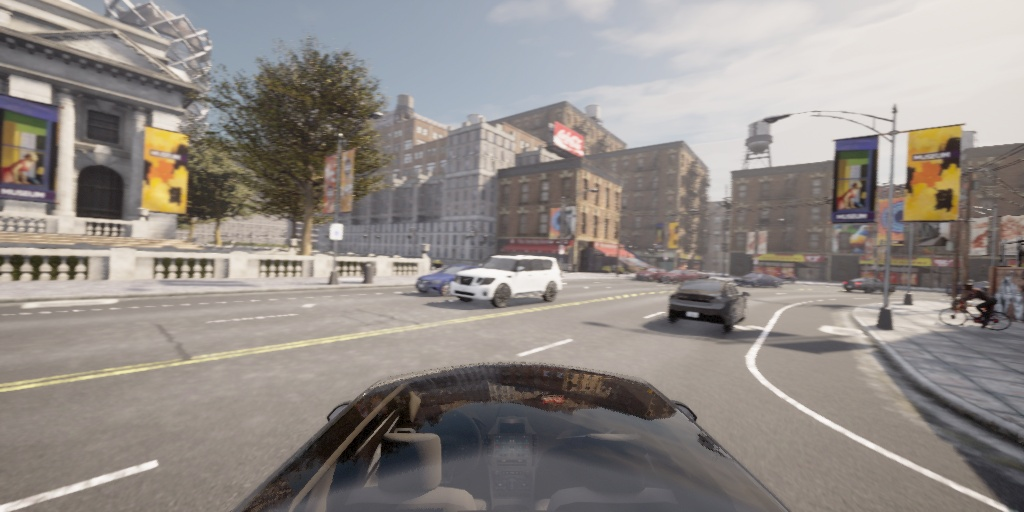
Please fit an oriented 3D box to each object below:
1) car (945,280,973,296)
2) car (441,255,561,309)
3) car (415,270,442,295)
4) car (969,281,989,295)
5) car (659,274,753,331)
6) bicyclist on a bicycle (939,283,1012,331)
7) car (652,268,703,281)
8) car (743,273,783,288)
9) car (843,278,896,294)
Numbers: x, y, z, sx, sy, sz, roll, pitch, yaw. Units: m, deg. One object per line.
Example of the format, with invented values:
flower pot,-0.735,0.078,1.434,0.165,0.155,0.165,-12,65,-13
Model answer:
car,45.777,3.208,35.086,4.553,1.767,2.097,3,0,7
car,-0.015,0.961,15.379,2.150,2.045,5.566,3,0,40
car,-2.552,1.145,17.780,1.812,1.442,4.674,3,0,40
car,44.547,3.307,31.773,4.892,1.490,1.837,2,-1,4
car,6.941,1.569,12.579,1.837,1.490,4.892,3,0,40
bicyclist on a bicycle,16.756,1.821,12.997,1.656,1.620,0.582,2,0,42
car,16.475,2.019,35.480,4.674,1.442,1.812,3,0,-30
car,24.420,2.410,35.575,5.357,1.411,2.033,3,0,-22
car,34.594,2.862,34.770,4.674,1.442,1.812,3,0,-12
